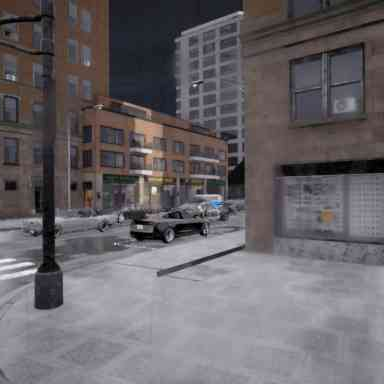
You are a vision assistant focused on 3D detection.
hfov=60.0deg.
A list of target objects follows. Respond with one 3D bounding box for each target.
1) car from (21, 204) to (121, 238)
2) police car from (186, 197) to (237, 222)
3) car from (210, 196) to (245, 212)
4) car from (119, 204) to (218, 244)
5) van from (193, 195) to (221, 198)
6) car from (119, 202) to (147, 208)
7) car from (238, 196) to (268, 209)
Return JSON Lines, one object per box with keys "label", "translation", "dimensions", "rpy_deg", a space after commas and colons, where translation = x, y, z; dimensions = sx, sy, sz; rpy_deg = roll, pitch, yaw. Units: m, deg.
{"label": "car", "translation": [-6.257, 1.528, 17.366], "dimensions": [1.895, 1.301, 4.718], "rpy_deg": [-1, 0, 34]}
{"label": "police car", "translation": [0.666, 1.349, 21.837], "dimensions": [2.038, 1.542, 4.974], "rpy_deg": [-1, 0, 35]}
{"label": "car", "translation": [4.046, 1.341, 31.983], "dimensions": [2.033, 1.411, 5.357], "rpy_deg": [-1, 0, 35]}
{"label": "car", "translation": [-0.884, 1.428, 15.013], "dimensions": [1.947, 1.339, 4.313], "rpy_deg": [0, 0, 35]}
{"label": "van", "translation": [1.517, 1.165, 33.177], "dimensions": [1.690, 1.788, 3.998], "rpy_deg": [0, 0, 35]}
{"label": "car", "translation": [-4.727, 1.455, 24.344], "dimensions": [2.008, 1.369, 4.403], "rpy_deg": [0, 0, 35]}
{"label": "car", "translation": [7.762, 1.290, 42.012], "dimensions": [1.887, 1.381, 4.507], "rpy_deg": [0, 0, 35]}
